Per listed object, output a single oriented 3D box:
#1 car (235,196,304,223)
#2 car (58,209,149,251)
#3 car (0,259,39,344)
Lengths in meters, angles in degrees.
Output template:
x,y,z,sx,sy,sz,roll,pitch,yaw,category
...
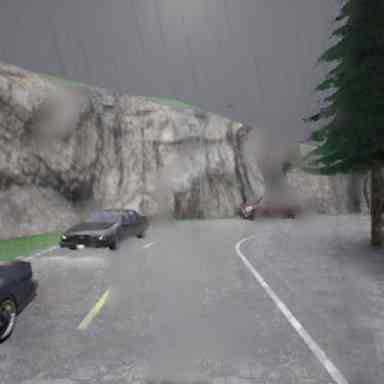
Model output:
x,y,z,sx,sy,sz,roll,pitch,yaw,category
5.228,1.069,22.681,4.553,1.767,2.097,0,1,-16,car
-3.325,1.426,13.886,2.033,1.411,5.357,0,1,10,car
-3.647,1.539,3.589,2.033,1.411,5.357,0,1,0,car
